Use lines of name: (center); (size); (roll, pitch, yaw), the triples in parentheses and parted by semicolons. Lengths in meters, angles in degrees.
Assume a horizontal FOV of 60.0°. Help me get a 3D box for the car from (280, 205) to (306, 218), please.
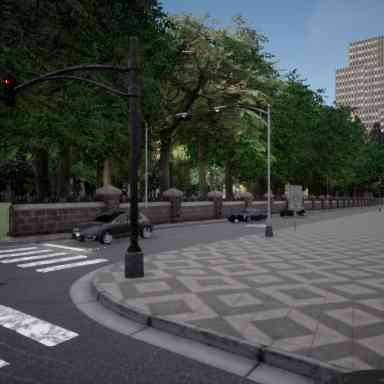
car: (12.313, 2.340, 40.565); (1.882, 1.535, 5.008); (0, -1, 36)

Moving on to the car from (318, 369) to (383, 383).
car: (2.518, 1.551, 1.167); (4.403, 1.369, 2.008); (0, 0, 36)

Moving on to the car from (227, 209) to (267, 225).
car: (5.096, 2.200, 30.380); (1.895, 1.301, 4.718); (0, -1, 35)

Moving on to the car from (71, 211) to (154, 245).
car: (-3.961, 1.778, 17.355); (1.837, 1.490, 4.892); (0, -1, 32)
